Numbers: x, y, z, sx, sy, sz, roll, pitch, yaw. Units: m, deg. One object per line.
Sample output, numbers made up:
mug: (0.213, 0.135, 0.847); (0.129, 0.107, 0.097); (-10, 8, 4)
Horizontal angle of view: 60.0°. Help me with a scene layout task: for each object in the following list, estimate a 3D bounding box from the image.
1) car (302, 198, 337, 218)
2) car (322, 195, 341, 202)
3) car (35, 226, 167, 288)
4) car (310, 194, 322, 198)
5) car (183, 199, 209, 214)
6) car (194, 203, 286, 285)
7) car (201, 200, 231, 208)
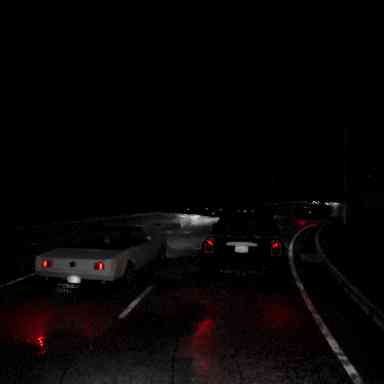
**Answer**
car: (12.062, 1.641, 32.128); (2.128, 1.511, 4.902); (1, 0, 34)
car: (27.490, 1.258, 64.781); (1.812, 1.442, 4.674); (1, 1, 37)
car: (-2.120, 1.606, 9.376); (1.895, 1.301, 4.718); (0, 0, 11)
car: (25.445, 1.151, 67.882); (1.994, 1.385, 4.181); (1, 1, 37)
car: (0.929, 1.496, 34.756); (1.837, 1.490, 4.892); (1, 0, 33)
car: (1.624, 1.382, 9.947); (2.097, 1.767, 4.553); (0, 0, 12)
car: (3.086, 1.631, 31.697); (1.895, 1.301, 4.718); (1, 0, 32)
